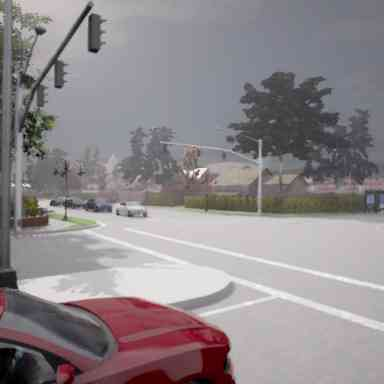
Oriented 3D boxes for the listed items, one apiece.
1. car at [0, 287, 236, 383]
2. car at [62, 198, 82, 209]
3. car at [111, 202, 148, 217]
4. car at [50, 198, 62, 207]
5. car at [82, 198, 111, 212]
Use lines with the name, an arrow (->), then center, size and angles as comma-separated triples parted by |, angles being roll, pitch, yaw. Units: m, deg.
car -> -1.881, 1.475, 2.422 | 5.008, 1.535, 1.882 | 0, 0, -35
car -> -16.727, 1.676, 47.975 | 1.837, 1.490, 4.892 | 1, 0, -36
car -> -6.119, 1.699, 33.324 | 1.812, 1.442, 4.674 | 1, 0, -35
car -> -22.530, 1.735, 56.035 | 1.994, 1.385, 4.181 | 1, 0, -34
car -> -11.328, 1.524, 40.526 | 2.097, 1.767, 4.553 | 1, -1, -36
